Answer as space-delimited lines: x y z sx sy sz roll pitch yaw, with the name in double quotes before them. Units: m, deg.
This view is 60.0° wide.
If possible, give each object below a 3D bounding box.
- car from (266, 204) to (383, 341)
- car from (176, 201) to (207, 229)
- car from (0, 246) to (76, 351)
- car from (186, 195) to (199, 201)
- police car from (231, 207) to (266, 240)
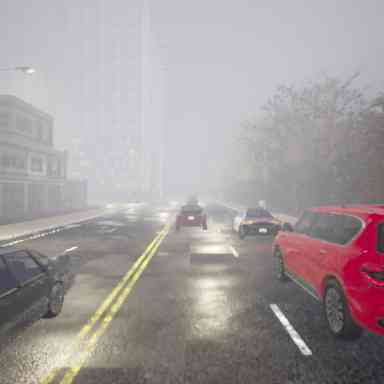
"car" 3.248 1.251 6.701 2.150 2.045 5.566 0 0 0
"car" -0.034 1.602 22.356 2.163 1.488 4.792 0 0 0
"car" -3.352 1.569 4.738 2.033 1.411 5.357 0 0 0
"car" 0.055 1.701 51.539 1.837 1.490 4.892 0 0 0
"police car" 3.246 1.584 17.671 2.038 1.542 4.974 0 0 0
